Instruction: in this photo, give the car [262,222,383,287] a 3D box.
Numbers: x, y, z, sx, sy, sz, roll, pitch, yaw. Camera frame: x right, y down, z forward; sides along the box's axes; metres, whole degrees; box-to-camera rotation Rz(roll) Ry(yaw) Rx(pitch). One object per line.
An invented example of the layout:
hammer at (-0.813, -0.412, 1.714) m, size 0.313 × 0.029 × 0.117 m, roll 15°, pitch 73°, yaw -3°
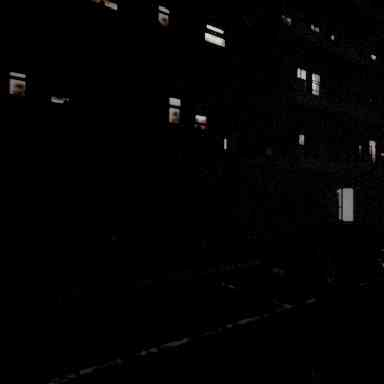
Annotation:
car at (3.884, 1.566, 9.357) m, size 4.313 × 1.339 × 1.947 m, roll 0°, pitch 0°, yaw -36°
